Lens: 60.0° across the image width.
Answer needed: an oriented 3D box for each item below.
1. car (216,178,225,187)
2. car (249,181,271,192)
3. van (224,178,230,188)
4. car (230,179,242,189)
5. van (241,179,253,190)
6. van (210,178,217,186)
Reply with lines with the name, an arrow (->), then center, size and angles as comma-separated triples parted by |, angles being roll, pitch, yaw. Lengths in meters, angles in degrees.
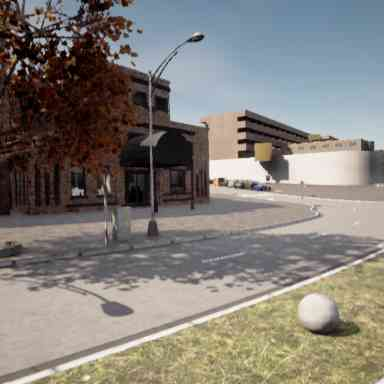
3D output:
car -> 8.502, -2.076, 78.156 | 2.185, 1.767, 4.553 | 6, 6, 40
car -> 14.419, -0.934, 67.790 | 2.097, 1.535, 5.008 | 6, 6, 40
van -> 9.933, -1.917, 75.478 | 1.878, 1.987, 4.442 | 6, 6, 40
car -> 11.467, -1.691, 72.944 | 2.435, 2.045, 5.566 | 6, 6, 40
van -> 13.030, -1.417, 70.464 | 1.878, 1.987, 4.442 | 6, 6, 40
van -> 7.118, -2.436, 80.863 | 1.878, 1.987, 4.442 | 5, 6, 40
